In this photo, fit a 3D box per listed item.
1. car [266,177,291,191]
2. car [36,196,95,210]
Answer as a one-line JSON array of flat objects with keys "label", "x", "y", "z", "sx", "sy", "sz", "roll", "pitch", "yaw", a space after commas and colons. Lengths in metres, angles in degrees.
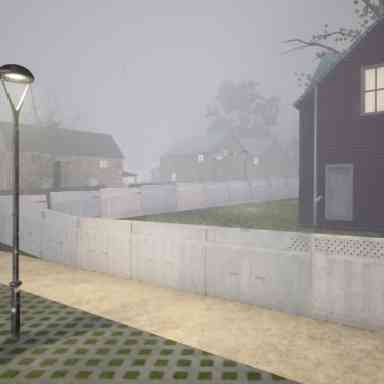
[{"label": "car", "x": 10.312, "y": -0.949, "z": 39.623, "sx": 4.553, "sy": 1.767, "sz": 2.097, "roll": -4, "pitch": 3, "yaw": -40}, {"label": "car", "x": -8.631, "y": 0.685, "z": 23.779, "sx": 4.718, "sy": 1.301, "sz": 1.895, "roll": -4, "pitch": 3, "yaw": -40}]
